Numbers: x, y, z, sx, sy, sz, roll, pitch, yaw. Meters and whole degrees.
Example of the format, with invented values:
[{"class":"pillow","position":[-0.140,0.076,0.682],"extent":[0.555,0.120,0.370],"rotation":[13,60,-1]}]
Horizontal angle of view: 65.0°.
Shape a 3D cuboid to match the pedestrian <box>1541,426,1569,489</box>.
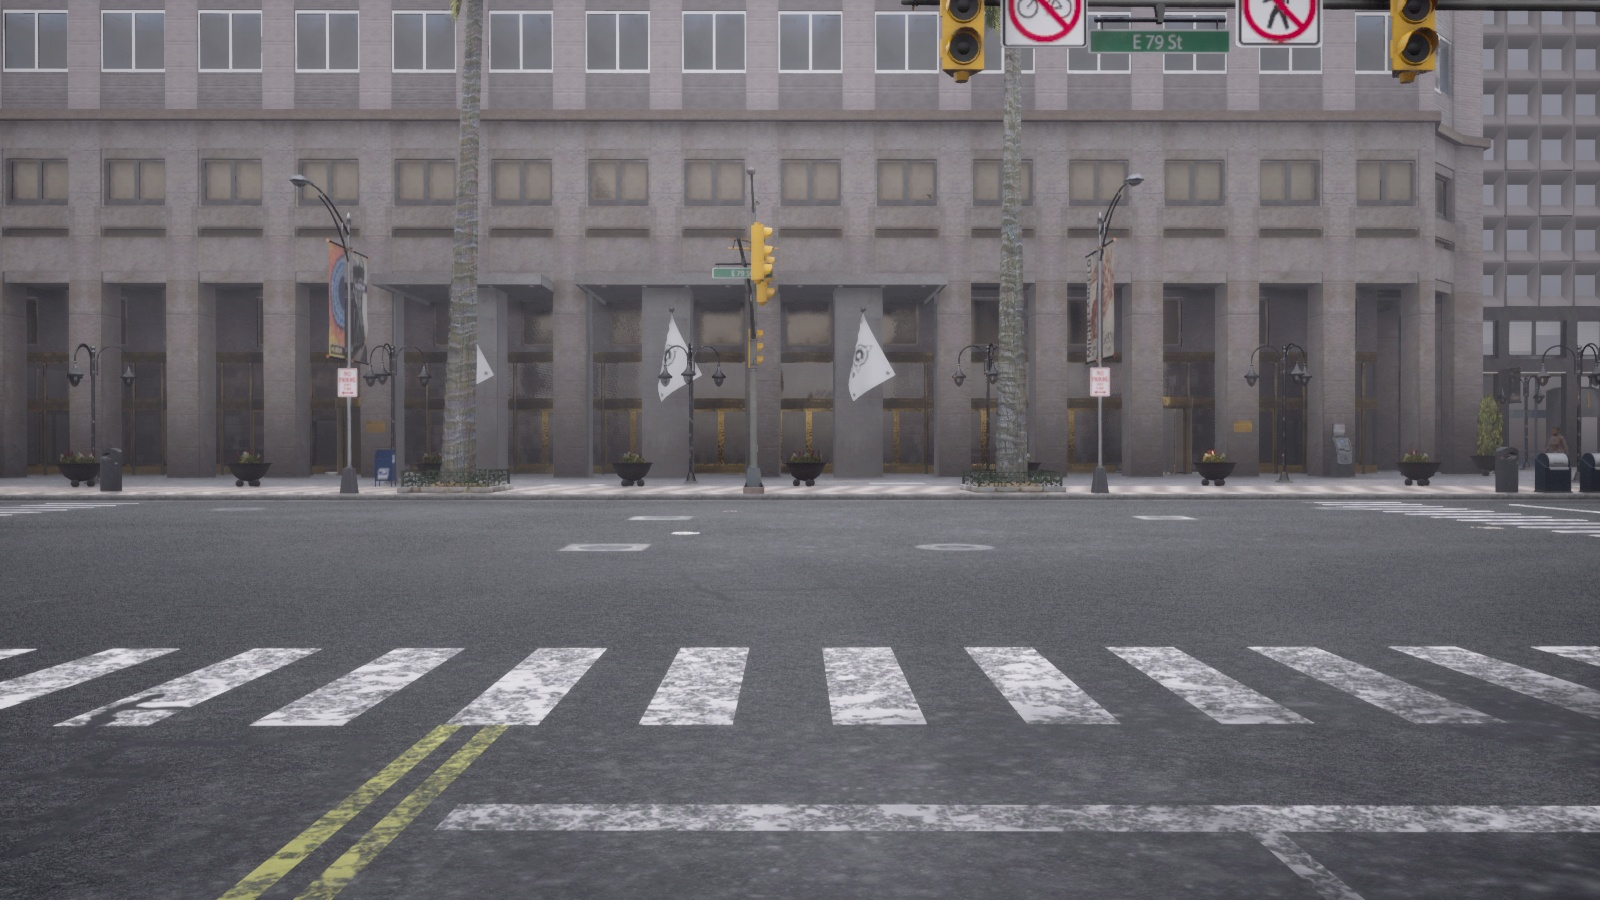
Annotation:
[{"class":"pedestrian","position":[22.061,0.214,36.688],"extent":[0.634,1.846,0.331],"rotation":[0,0,-9]}]
